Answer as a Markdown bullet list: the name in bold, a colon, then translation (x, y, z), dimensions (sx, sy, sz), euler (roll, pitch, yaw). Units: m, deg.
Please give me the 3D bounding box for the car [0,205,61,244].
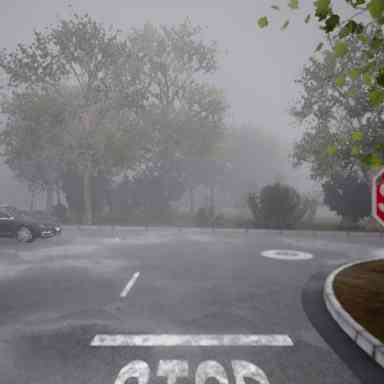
- **car**: translation (-8.046, 1.294, 13.951), dimensions (4.892, 1.490, 1.837), euler (1, -1, 0)
